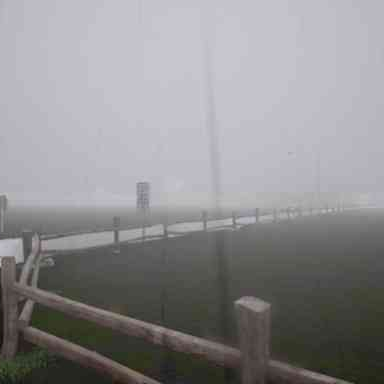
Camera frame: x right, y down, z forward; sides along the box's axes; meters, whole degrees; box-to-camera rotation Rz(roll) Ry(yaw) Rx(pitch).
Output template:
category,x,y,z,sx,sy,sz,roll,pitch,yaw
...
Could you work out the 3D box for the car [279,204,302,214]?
category,x,y,z,sx,sy,sz,roll,pitch,yaw
car,14.733,2.527,49.358,2.033,1.411,5.357,-1,-2,35
